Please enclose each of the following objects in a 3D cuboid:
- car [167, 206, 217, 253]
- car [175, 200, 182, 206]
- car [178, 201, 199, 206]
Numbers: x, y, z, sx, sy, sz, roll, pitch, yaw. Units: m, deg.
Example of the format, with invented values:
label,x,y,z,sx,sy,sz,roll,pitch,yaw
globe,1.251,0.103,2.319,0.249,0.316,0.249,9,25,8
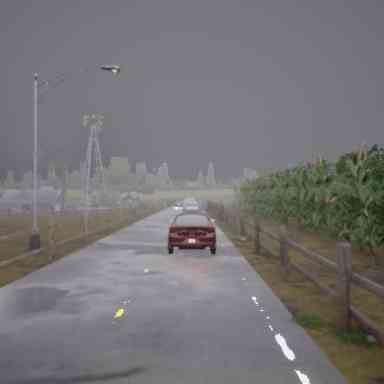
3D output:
label,x,y,z,sx,sy,sz,roll,pitch,yaw
car,0.008,1.619,14.471,1.882,1.535,5.008,0,0,0
car,-2.747,2.485,71.746,2.128,1.511,4.902,0,-1,0
car,0.007,1.826,29.369,1.812,1.442,4.674,0,-1,0
